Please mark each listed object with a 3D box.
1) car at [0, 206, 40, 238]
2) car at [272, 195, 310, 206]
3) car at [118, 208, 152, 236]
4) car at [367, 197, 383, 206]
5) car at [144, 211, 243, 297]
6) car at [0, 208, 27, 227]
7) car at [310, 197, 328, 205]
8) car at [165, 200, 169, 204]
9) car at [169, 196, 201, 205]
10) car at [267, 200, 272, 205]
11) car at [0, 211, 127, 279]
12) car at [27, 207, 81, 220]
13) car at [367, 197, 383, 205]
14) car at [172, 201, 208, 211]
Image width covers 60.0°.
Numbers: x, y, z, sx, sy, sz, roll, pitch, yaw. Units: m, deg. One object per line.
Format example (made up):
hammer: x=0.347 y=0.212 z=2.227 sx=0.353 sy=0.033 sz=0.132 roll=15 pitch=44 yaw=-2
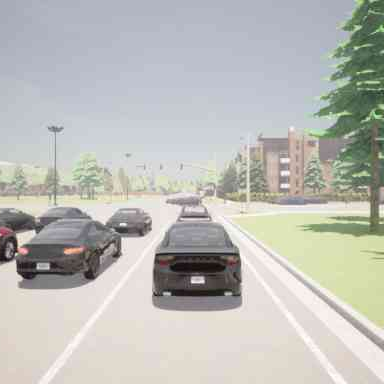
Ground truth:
car: x=-10.376 y=1.564 z=18.465 sx=1.994 sy=1.385 sz=4.181 roll=0 pitch=0 yaw=0
car: x=15.860 y=1.352 z=53.452 sx=4.553 sy=1.767 sz=2.097 roll=0 pitch=0 yaw=0
car: x=-3.377 y=1.564 z=18.342 sx=1.994 sy=1.385 sz=4.181 roll=0 pitch=0 yaw=0
car: x=31.422 y=1.525 z=53.544 sx=4.674 sy=1.442 sz=1.812 roll=0 pitch=0 yaw=0
car: x=0.111 y=1.478 z=8.641 sx=1.882 sy=1.535 sz=5.008 roll=0 pitch=0 yaw=0
car: x=-6.888 y=1.352 z=9.323 sx=2.097 sy=1.767 sz=4.553 roll=0 pitch=0 yaw=0
car: x=21.729 y=1.547 z=60.476 sx=5.357 sy=1.411 sz=2.033 roll=0 pitch=0 yaw=0
car: x=-1.997 y=1.547 z=56.994 sx=5.357 sy=1.411 sz=2.033 roll=0 pitch=0 yaw=0
car: x=-1.080 y=1.564 z=53.491 sx=4.181 sy=1.385 sz=1.994 roll=0 pitch=0 yaw=0
car: x=15.576 y=1.547 z=56.949 sx=5.357 sy=1.411 sz=2.033 roll=0 pitch=0 yaw=0
car: x=-3.388 y=1.526 z=9.880 sx=1.812 sy=1.442 sz=4.674 roll=0 pitch=0 yaw=0
car: x=-6.878 y=1.526 z=18.156 sx=1.812 sy=1.442 sz=4.674 roll=0 pitch=0 yaw=0
car: x=34.646 y=1.595 z=60.479 sx=4.718 sy=1.301 sz=1.895 roll=0 pitch=0 yaw=0
car: x=0.124 y=1.492 z=18.008 sx=2.128 sy=1.511 sz=4.902 roll=0 pitch=0 yaw=0
